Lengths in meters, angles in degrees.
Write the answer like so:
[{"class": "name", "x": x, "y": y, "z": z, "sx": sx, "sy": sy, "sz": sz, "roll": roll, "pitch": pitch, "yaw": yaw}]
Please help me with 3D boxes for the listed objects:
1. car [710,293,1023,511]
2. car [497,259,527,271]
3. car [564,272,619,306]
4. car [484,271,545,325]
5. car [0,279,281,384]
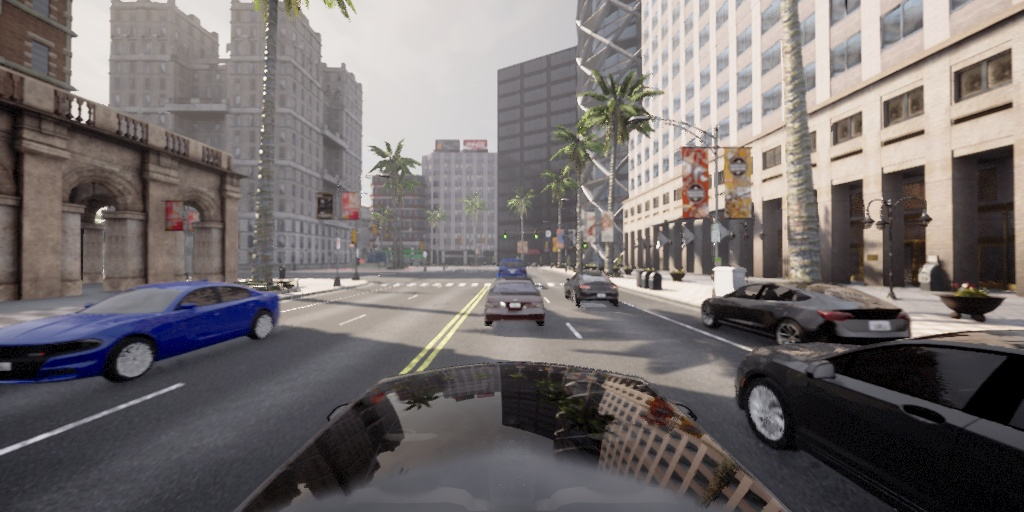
[{"class": "car", "x": 3.594, "y": 1.263, "z": 2.332, "sx": 1.837, "sy": 1.490, "sz": 4.892, "roll": 0, "pitch": 0, "yaw": 0}, {"class": "car", "x": 0.023, "y": 1.269, "z": 28.081, "sx": 2.150, "sy": 2.045, "sz": 5.566, "roll": 0, "pitch": 0, "yaw": 0}, {"class": "car", "x": 3.557, "y": 1.442, "z": 16.557, "sx": 1.812, "sy": 1.442, "sz": 4.674, "roll": 0, "pitch": -1, "yaw": 0}, {"class": "car", "x": 0.071, "y": 1.416, "z": 12.290, "sx": 2.033, "sy": 1.411, "sz": 5.357, "roll": 0, "pitch": -1, "yaw": 0}, {"class": "car", "x": -7.106, "y": 1.293, "z": 7.492, "sx": 1.882, "sy": 1.535, "sz": 5.008, "roll": 0, "pitch": -1, "yaw": 0}]
